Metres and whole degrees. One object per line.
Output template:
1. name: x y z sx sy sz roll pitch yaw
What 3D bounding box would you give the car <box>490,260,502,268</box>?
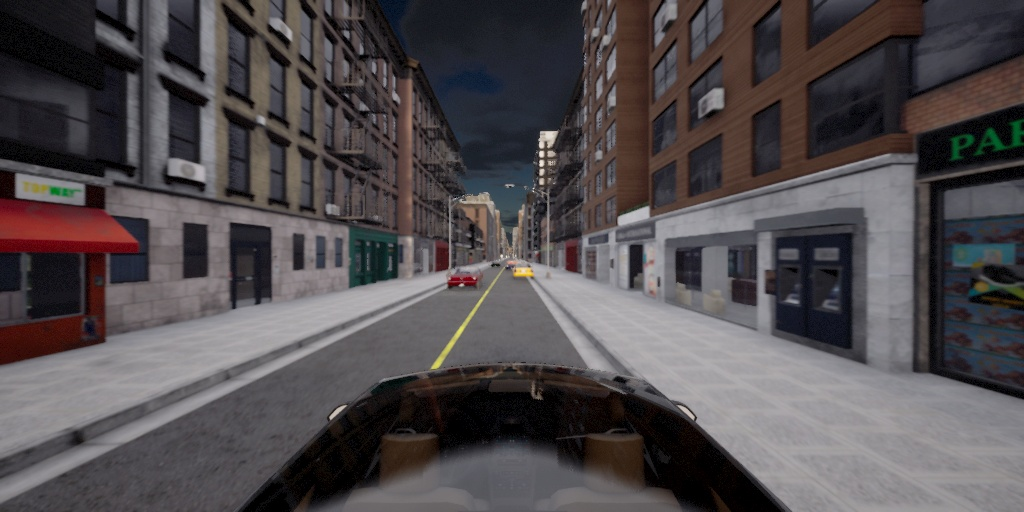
1. car: -2.796 1.410 63.527 1.895 1.301 4.718 0 0 1

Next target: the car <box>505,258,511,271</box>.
1. car: -0.012 1.386 50.832 1.895 1.301 4.718 0 0 0

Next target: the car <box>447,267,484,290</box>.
1. car: -2.858 1.355 22.607 1.895 1.301 4.718 0 0 0

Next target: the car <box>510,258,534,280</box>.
1. car: 0.949 1.217 31.769 1.801 1.575 5.366 0 0 0
